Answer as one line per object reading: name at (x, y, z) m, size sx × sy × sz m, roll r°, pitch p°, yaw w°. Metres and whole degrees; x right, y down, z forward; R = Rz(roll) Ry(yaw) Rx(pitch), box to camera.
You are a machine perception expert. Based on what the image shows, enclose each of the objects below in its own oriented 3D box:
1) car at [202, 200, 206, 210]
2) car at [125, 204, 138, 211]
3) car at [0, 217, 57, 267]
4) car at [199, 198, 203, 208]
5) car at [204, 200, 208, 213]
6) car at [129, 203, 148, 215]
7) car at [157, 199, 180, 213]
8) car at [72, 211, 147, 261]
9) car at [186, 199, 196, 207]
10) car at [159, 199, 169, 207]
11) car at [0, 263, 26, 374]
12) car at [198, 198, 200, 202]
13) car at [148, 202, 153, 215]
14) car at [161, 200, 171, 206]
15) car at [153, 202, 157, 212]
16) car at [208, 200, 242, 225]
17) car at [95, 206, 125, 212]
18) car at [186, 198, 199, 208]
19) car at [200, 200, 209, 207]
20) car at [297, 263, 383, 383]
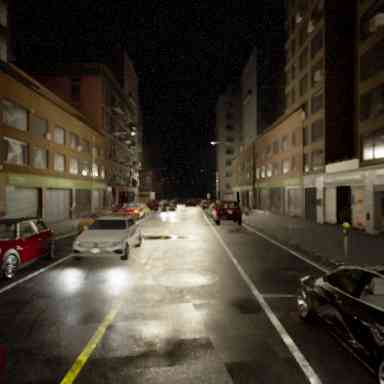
car at (2.715, 2.041, 43.006) m, size 1.887 × 1.381 × 4.507 m, roll -1°, pitch -1°, yaw 0°
car at (-5.755, 1.886, 26.488) m, size 1.802 × 1.307 × 4.206 m, roll -1°, pitch -1°, yaw 0°
car at (-5.703, 1.556, 10.001) m, size 1.967 × 1.590 × 4.097 m, roll -1°, pitch -1°, yaw 0°
car at (2.678, 2.079, 54.000) m, size 1.967 × 1.590 × 4.097 m, roll -1°, pitch -1°, yaw 0°
car at (2.733, 1.977, 37.510) m, size 2.008 × 1.369 × 4.403 m, roll -1°, pitch -1°, yaw 0°
car at (-5.776, 1.810, 31.987) m, size 1.967 × 1.590 × 4.097 m, roll -1°, pitch -1°, yaw 0°
car at (-3.174, 2.040, 46.310) m, size 2.128 × 1.511 × 4.902 m, roll 0°, pitch -1°, yaw 0°
car at (-3.128, 1.672, 13.113) m, size 1.812 × 1.442 × 4.674 m, roll 0°, pitch -1°, yaw 0°
car at (-0.238, 2.448, 74.531) m, size 2.128 × 1.511 × 4.902 m, roll 0°, pitch -1°, yaw 0°
car at (-5.901, 2.314, 70.461) m, size 1.967 × 1.590 × 4.097 m, roll -1°, pitch -1°, yaw 0°
car at (-3.098, 1.592, 2.056) m, size 1.994 × 1.385 × 4.181 m, roll 0°, pitch -1°, yaw 0°
car at (2.660, 2.152, 59.497) m, size 1.967 × 1.590 × 4.097 m, roll -1°, pitch -1°, yaw 0°
car at (-5.792, 1.961, 37.312) m, size 1.752 × 1.417 × 4.829 m, roll -1°, pitch -1°, yaw 0°
car at (-5.918, 2.517, 75.956) m, size 1.947 × 1.339 × 4.313 m, roll -1°, pitch -1°, yaw 0°
car at (-5.828, 2.123, 48.475) m, size 1.887 × 1.381 × 4.507 m, roll -1°, pitch -1°, yaw 0°
car at (2.767, 1.607, 26.520) m, size 2.192 × 1.841 × 5.009 m, roll -1°, pitch -1°, yaw 0°
car at (-5.738, 1.763, 20.822) m, size 1.752 × 1.417 × 4.829 m, roll -1°, pitch -1°, yaw 0°
car at (-0.203, 2.257, 64.185) m, size 1.882 × 1.535 × 5.008 m, roll 0°, pitch -1°, yaw 0°
car at (2.624, 2.390, 70.659) m, size 1.752 × 1.417 × 4.829 m, roll -1°, pitch -1°, yaw 0°
car at (2.842, 1.611, 4.531) m, size 1.947 × 1.339 × 4.313 m, roll -1°, pitch -1°, yaw 0°
